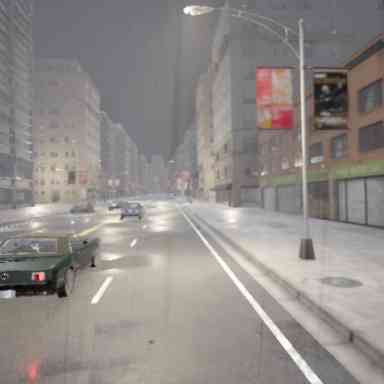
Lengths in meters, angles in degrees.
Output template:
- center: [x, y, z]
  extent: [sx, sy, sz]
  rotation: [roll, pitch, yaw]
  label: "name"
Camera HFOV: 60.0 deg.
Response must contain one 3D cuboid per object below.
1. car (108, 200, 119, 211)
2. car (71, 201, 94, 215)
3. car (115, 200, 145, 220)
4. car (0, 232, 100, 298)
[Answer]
- center: [-9.725, 1.754, 43.889]
  extent: [2.033, 1.411, 5.357]
  rotation: [-1, 0, -4]
  label: "car"
- center: [-12.632, 1.785, 38.604]
  extent: [1.812, 1.442, 4.674]
  rotation: [-1, 0, -4]
  label: "car"
- center: [-5.305, 1.668, 30.014]
  extent: [2.033, 1.411, 5.357]
  rotation: [-1, 0, -4]
  label: "car"
- center: [-3.702, 1.679, 8.601]
  extent: [1.895, 1.301, 4.718]
  rotation: [-1, 0, -4]
  label: "car"
